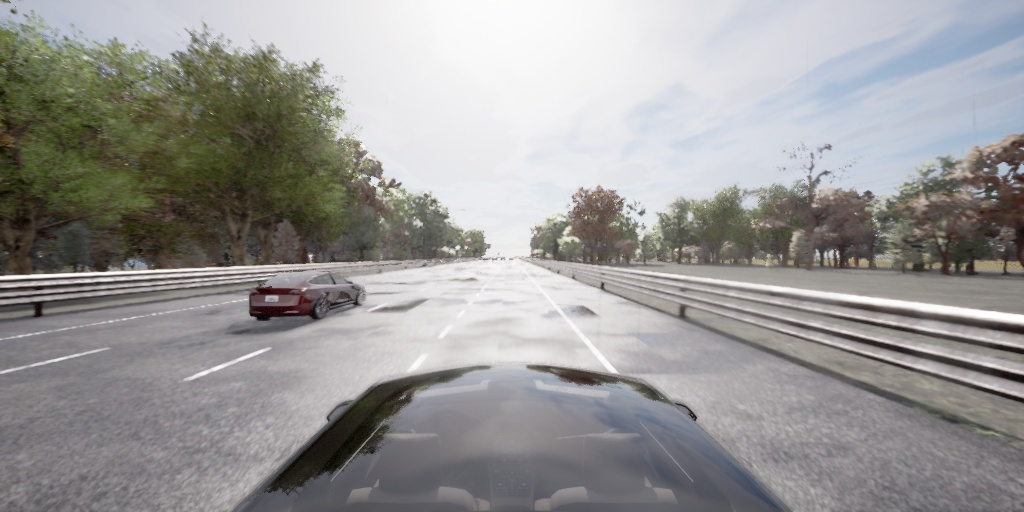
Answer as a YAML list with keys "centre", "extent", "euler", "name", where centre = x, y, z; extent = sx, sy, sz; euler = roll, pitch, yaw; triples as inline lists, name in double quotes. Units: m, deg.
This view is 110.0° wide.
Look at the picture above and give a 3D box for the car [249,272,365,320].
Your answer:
- centre: [-6.919, 1.272, 12.637]
  extent: [2.163, 1.488, 4.792]
  euler: [0, 0, 0]
  name: "car"
